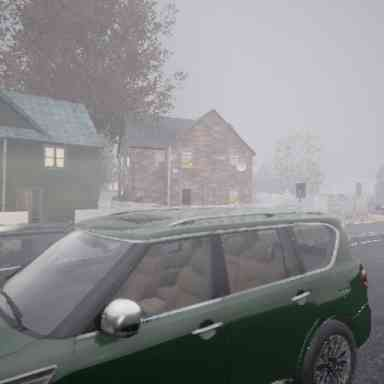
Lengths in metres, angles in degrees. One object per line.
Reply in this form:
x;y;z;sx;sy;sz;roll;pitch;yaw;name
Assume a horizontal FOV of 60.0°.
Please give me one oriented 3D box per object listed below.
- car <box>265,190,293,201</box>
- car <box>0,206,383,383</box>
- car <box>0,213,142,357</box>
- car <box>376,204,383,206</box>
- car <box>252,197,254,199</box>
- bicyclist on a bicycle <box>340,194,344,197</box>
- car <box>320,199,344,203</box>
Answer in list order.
12.132;0.752;45.961;2.150;2.045;5.566;1;0;-20;car
-0.394;1.223;3.395;5.566;2.045;2.150;0;0;-35;car
-3.332;1.351;5.282;4.553;1.767;2.097;0;0;-35;car
20.137;1.386;31.198;2.033;1.411;5.357;1;1;-28;car
8.500;0.911;56.009;2.033;1.411;5.357;1;0;-19;car
19.397;1.035;43.116;1.656;1.620;0.582;1;0;-20;bicyclist on a bicycle
15.538;1.177;36.542;2.128;1.511;4.902;1;0;-20;car
